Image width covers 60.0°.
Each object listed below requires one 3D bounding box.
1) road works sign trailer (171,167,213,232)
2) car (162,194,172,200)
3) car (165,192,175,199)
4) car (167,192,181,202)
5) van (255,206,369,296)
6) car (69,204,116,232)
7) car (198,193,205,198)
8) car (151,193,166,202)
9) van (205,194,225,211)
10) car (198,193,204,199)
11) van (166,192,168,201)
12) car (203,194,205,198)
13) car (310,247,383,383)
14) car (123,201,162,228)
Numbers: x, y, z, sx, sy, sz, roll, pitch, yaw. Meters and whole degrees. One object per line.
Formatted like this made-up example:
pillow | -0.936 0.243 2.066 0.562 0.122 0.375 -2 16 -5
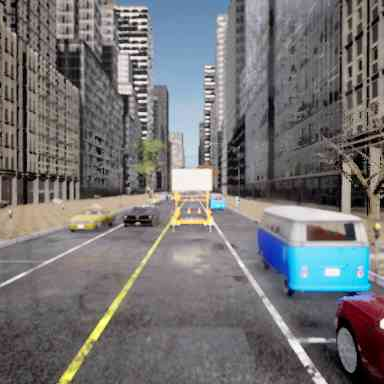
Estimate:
road works sign trailer | 0.002 0.355 19.297 2.380 3.560 2.880 0 0 0
car | -5.686 1.131 76.246 2.008 1.369 4.403 0 0 0
car | -5.686 0.835 87.581 2.192 1.841 5.009 0 0 0
car | -3.024 1.131 62.773 1.882 1.535 5.008 0 0 1
van | 2.689 1.294 8.229 1.690 1.788 3.998 0 0 0
car | -5.690 1.415 19.398 1.752 1.417 4.829 0 0 0
car | 2.695 1.035 93.248 1.887 1.381 4.507 0 0 0
car | -5.688 1.229 53.404 1.752 1.417 4.829 0 0 0
van | 2.691 1.137 36.568 1.690 1.788 3.998 0 0 0
car | 2.695 1.101 81.912 2.008 1.369 4.403 0 0 0
van | -5.687 0.983 64.909 1.690 1.788 3.998 0 0 0
car | 2.692 1.289 42.406 1.752 1.417 4.829 0 0 0
car | 2.690 1.530 2.562 1.887 1.381 4.507 0 0 0
car | -3.098 1.480 21.212 1.895 1.301 4.718 0 0 0
